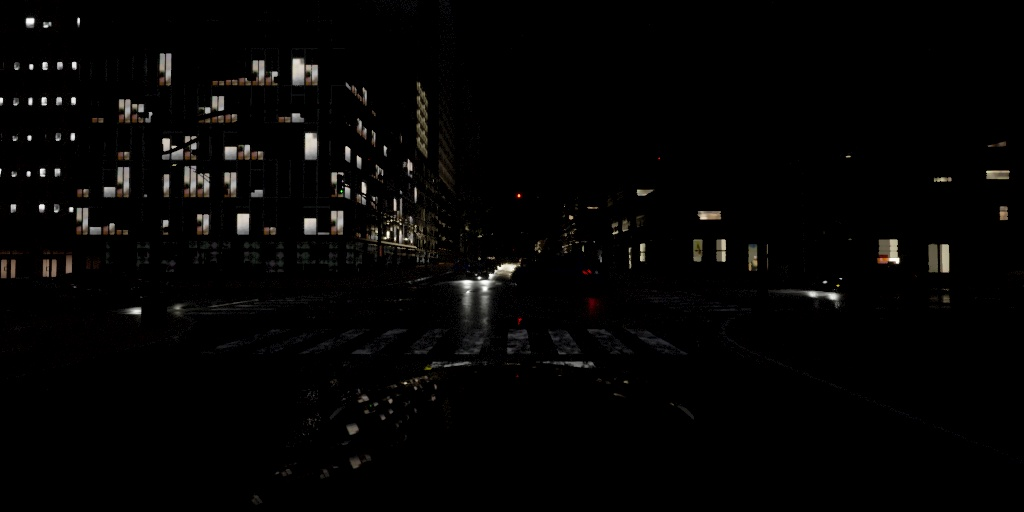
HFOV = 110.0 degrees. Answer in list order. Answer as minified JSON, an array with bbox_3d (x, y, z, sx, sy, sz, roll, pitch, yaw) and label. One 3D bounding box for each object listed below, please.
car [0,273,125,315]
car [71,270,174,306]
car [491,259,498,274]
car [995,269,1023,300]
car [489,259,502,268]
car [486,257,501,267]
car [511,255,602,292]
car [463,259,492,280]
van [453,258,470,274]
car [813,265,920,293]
[{"bbox_3d":[-17.399,1.412,13.186,4.207,1.307,1.802,0,0,1],"label":"car"},{"bbox_3d":[-17.868,1.359,15.798,5.008,1.535,1.882,-1,-1,1],"label":"car"},{"bbox_3d":[-3.025,1.319,42.036,1.994,1.385,4.181,0,0,0],"label":"car"},{"bbox_3d":[20.709,0.994,12.751,4.829,1.417,1.751,0,0,1],"label":"car"},{"bbox_3d":[-2.918,1.234,64.445,1.882,1.535,5.008,0,0,1],"label":"car"},{"bbox_3d":[-3.005,1.303,52.316,2.033,1.411,5.357,0,0,0],"label":"car"},{"bbox_3d":[2.596,0.984,21.562,5.566,2.045,2.150,1,2,37],"label":"car"},{"bbox_3d":[-3.019,1.280,32.087,1.812,1.442,4.674,0,0,-1],"label":"car"},{"bbox_3d":[-5.619,1.096,40.639,1.690,1.789,3.998,0,0,0],"label":"van"},{"bbox_3d":[18.231,1.158,18.581,4.181,1.385,1.994,-1,-1,1],"label":"car"}]
